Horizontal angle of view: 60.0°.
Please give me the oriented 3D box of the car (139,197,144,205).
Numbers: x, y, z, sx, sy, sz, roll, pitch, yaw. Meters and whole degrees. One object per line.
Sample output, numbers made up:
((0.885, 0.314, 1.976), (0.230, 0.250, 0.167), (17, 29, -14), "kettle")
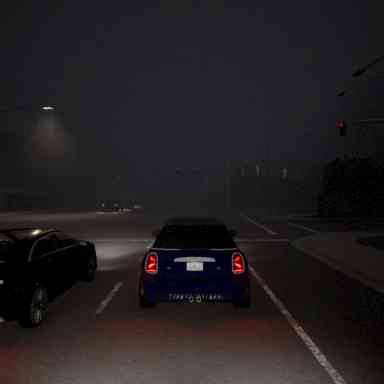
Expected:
((-10.664, 1.806, 65.133), (2.128, 1.511, 4.902), (0, 1, 0), "car")

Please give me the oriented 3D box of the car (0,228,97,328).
((-3.448, 1.503, 6.971), (2.128, 1.511, 4.902), (0, 0, 0), "car")

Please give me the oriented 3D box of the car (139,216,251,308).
((0.057, 1.364, 8.112), (2.097, 1.767, 4.553), (0, 0, 0), "car")

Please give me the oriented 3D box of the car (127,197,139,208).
((-10.693, 1.880, 54.726), (2.128, 1.511, 4.902), (0, 0, 0), "car")

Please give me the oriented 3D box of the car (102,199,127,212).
((-10.683, 1.692, 44.948), (2.097, 1.767, 4.553), (0, 0, 0), "car")
